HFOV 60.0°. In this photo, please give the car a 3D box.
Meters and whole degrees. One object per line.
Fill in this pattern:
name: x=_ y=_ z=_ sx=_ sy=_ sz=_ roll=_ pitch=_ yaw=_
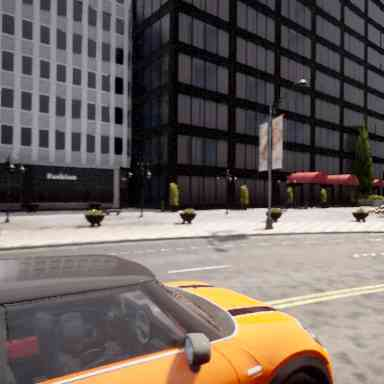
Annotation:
car: x=-0.863 y=1.354 z=2.830 sx=4.553 sy=1.767 sz=2.097 roll=1 pitch=0 yaw=-33
